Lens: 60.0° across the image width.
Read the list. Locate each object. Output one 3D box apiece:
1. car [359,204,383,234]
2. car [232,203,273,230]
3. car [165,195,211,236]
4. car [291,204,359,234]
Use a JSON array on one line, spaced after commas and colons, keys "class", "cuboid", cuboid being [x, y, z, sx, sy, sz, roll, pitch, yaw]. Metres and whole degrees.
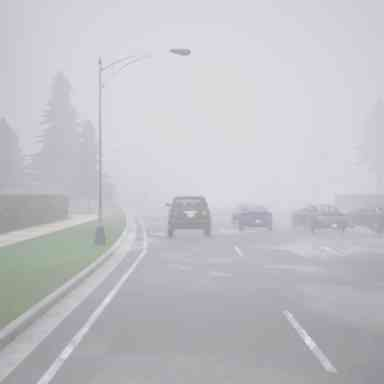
[{"class": "car", "cuboid": [10.600, 1.454, 19.007, 2.128, 1.511, 4.902, 0, 0, 0]}, {"class": "car", "cuboid": [3.599, 1.437, 20.575, 1.882, 1.535, 5.008, 0, 0, 0]}, {"class": "car", "cuboid": [-0.271, 1.185, 18.255, 2.150, 2.045, 5.566, 0, 0, -4]}, {"class": "car", "cuboid": [7.100, 1.454, 18.999, 2.128, 1.511, 4.902, 0, 0, 0]}]
